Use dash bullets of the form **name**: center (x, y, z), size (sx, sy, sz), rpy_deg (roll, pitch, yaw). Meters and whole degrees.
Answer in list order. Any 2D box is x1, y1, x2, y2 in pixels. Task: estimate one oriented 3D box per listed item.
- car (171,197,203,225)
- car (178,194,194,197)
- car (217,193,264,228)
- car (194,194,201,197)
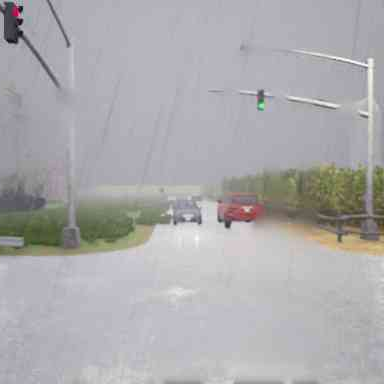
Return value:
- **car**: center (-0.358, 1.338, 22.395), size (2.128, 1.511, 4.902), rpy_deg (0, 0, -3)
- **car**: center (-1.067, 1.243, 36.373), size (1.837, 1.490, 4.892), rpy_deg (0, 1, -3)
- **car**: center (2.911, 1.078, 21.028), size (2.150, 2.045, 5.566), rpy_deg (0, 0, -3)
- **car**: center (0.758, 1.016, 62.388), size (1.882, 1.535, 5.008), rpy_deg (0, 0, -3)
